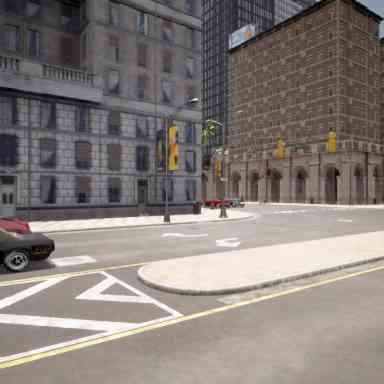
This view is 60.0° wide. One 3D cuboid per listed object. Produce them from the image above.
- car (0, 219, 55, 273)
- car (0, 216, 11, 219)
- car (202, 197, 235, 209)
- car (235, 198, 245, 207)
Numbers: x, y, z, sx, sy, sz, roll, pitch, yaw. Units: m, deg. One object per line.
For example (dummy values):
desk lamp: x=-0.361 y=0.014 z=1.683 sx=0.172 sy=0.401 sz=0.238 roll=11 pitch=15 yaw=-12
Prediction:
car: x=-6.480 y=1.601 z=9.221 sx=4.718 sy=1.301 sz=1.895 roll=0 pitch=0 yaw=-35
car: x=-8.424 y=1.526 z=12.126 sx=4.674 sy=1.442 sz=1.812 roll=0 pitch=0 yaw=-35
car: x=3.299 y=1.478 z=46.432 sx=1.882 sy=1.535 sz=5.008 roll=0 pitch=0 yaw=-35
car: x=5.730 y=1.491 z=49.062 sx=2.128 sy=1.511 sz=4.902 roll=0 pitch=0 yaw=-35
